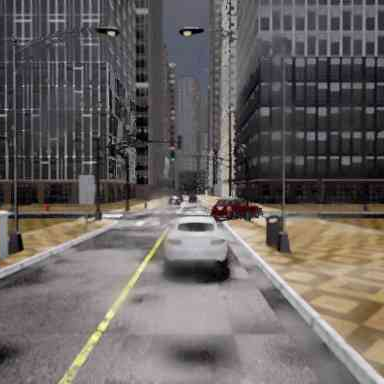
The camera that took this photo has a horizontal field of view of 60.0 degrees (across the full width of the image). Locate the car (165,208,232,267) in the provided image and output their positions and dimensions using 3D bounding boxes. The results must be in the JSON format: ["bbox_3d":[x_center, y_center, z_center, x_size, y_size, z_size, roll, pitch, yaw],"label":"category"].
[{"bbox_3d":[0.127,1.498,11.195,1.812,1.442,4.674,0,0,0],"label":"car"}]

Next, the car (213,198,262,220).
[{"bbox_3d":[3.701,1.308,26.900,4.553,1.767,2.097,0,1,-44],"label":"car"}]

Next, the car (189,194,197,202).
[{"bbox_3d":[0.218,1.382,73.295,1.837,1.490,4.892,0,0,0],"label":"car"}]

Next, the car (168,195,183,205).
[{"bbox_3d":[-2.902,1.394,54.923,2.128,1.511,4.902,0,0,1],"label":"car"}]

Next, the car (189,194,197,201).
[{"bbox_3d":[0.249,1.340,83.712,1.882,1.535,5.008,0,0,0],"label":"car"}]

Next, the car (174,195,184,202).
[{"bbox_3d":[-2.790,1.382,70.734,1.837,1.490,4.892,0,0,0],"label":"car"}]
